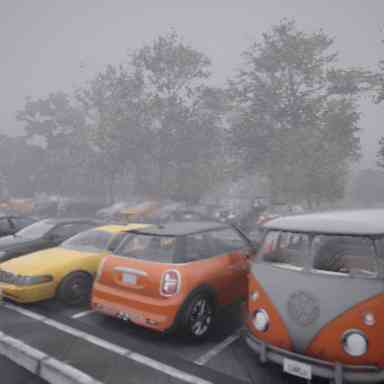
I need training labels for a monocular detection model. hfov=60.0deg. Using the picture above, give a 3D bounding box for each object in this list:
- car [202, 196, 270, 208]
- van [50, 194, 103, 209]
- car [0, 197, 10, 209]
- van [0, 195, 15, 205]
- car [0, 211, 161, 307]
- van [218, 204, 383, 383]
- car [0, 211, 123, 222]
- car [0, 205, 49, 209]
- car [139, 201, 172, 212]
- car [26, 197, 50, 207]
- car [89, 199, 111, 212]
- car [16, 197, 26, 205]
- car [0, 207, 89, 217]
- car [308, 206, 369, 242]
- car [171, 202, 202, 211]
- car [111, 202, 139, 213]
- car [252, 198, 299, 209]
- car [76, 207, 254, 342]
[{"bbox_3d":[3.348,1.265,20.869,2.435,2.045,5.566,0,0,36],"label":"car"},{"bbox_3d":[-10.268,1.274,30.556,1.878,1.987,4.442,0,0,36],"label":"van"},{"bbox_3d":[-26.136,1.407,42.121,2.097,1.535,5.008,1,1,36],"label":"car"},{"bbox_3d":[-10.963,1.285,15.230,1.878,1.987,4.442,0,0,36],"label":"van"},{"bbox_3d":[-2.101,1.514,8.483,1.946,1.575,5.366,0,0,36],"label":"car"},{"bbox_3d":[2.406,1.293,5.324,1.878,1.987,4.442,0,0,36],"label":"van"},{"bbox_3d":[-4.251,1.557,10.261,2.002,1.452,4.674,0,0,36],"label":"car"},{"bbox_3d":[-8.768,1.512,13.514,2.097,1.535,5.008,0,0,36],"label":"car"},{"bbox_3d":[-1.154,1.513,24.150,2.231,1.521,4.892,0,0,36],"label":"car"},{"bbox_3d":[-12.478,1.246,32.254,2.435,2.045,5.566,0,0,36],"label":"car"},{"bbox_3d":[-5.678,1.547,27.400,2.002,1.452,4.674,0,0,36],"label":"car"},{"bbox_3d":[-14.614,1.490,34.054,1.946,1.575,5.366,0,0,36],"label":"car"},{"bbox_3d":[-6.515,1.515,11.880,2.097,1.535,5.008,0,0,36],"label":"car"},{"bbox_3d":[7.887,1.557,17.642,2.002,1.452,4.674,0,0,36],"label":"car"},{"bbox_3d":[1.118,1.543,22.543,2.163,1.488,4.792,0,0,36],"label":"car"},{"bbox_3d":[-3.415,1.509,25.776,2.097,1.535,5.008,0,0,36],"label":"car"},{"bbox_3d":[5.606,1.391,19.241,2.185,1.767,4.553,0,0,36],"label":"car"},{"bbox_3d":[0.248,1.392,6.983,2.185,1.767,4.553,0,0,36],"label":"car"}]
